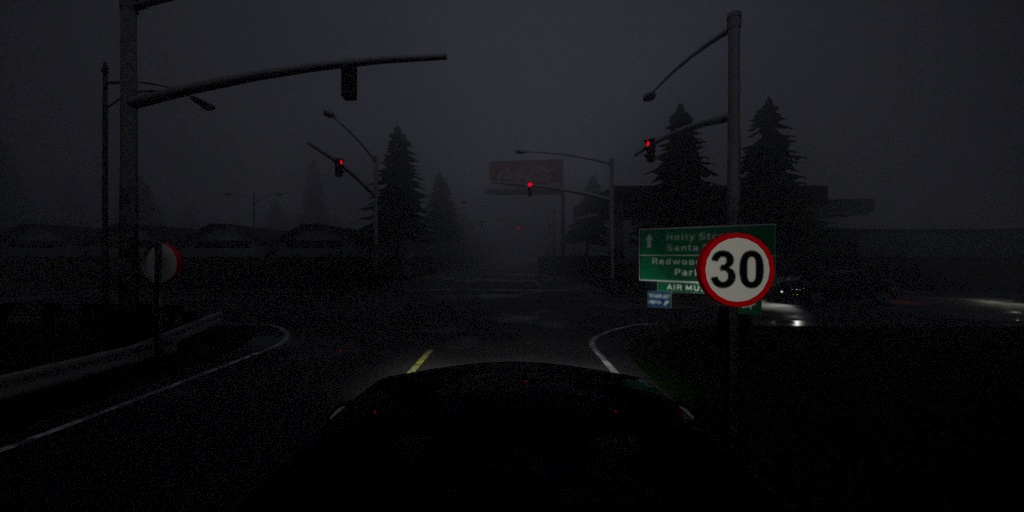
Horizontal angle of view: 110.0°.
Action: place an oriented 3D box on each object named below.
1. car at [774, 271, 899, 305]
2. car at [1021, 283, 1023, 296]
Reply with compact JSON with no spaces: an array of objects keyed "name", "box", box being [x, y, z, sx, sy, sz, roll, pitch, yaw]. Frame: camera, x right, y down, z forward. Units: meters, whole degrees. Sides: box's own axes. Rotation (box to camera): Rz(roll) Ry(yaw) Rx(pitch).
[{"name":"car","box":[15.197,1.446,16.947,4.892,1.490,1.837,0,0,1]},{"name":"car","box":[27.252,1.419,16.788,5.008,1.535,1.882,0,0,1]}]
